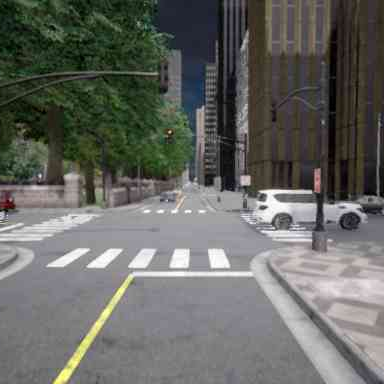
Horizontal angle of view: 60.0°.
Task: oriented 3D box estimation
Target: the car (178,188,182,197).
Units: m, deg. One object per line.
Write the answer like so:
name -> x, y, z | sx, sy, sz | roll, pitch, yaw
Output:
car -> -2.913, 0.003, 59.227 | 2.097, 1.767, 4.553 | 0, 1, 1

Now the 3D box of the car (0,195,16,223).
car -> -12.340, 1.102, 17.373 | 4.902, 1.511, 2.128 | 0, 2, 0

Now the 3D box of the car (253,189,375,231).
car -> 5.965, 0.896, 17.233 | 5.566, 2.045, 2.150 | 0, 2, 1

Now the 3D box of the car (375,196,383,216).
car -> 11.687, 0.936, 22.951 | 4.403, 1.369, 2.008 | 0, 2, 0

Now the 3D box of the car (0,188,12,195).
car -> -14.977, 0.673, 23.143 | 5.009, 1.841, 2.192 | 0, 2, 0

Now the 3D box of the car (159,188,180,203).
car -> -2.993, 0.573, 41.963 | 2.033, 1.411, 5.357 | 0, 1, 0
